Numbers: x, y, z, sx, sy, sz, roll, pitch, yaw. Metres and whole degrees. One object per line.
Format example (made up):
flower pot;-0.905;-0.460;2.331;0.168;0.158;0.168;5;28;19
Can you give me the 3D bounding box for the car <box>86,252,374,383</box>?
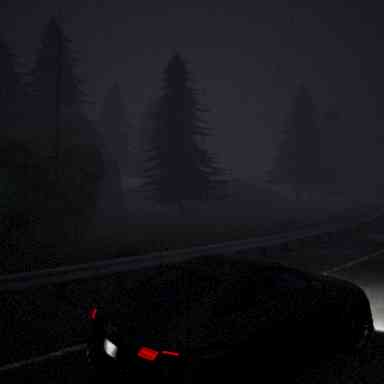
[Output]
car;0.743;1.580;4.651;4.181;1.385;1.994;0;0;-38
